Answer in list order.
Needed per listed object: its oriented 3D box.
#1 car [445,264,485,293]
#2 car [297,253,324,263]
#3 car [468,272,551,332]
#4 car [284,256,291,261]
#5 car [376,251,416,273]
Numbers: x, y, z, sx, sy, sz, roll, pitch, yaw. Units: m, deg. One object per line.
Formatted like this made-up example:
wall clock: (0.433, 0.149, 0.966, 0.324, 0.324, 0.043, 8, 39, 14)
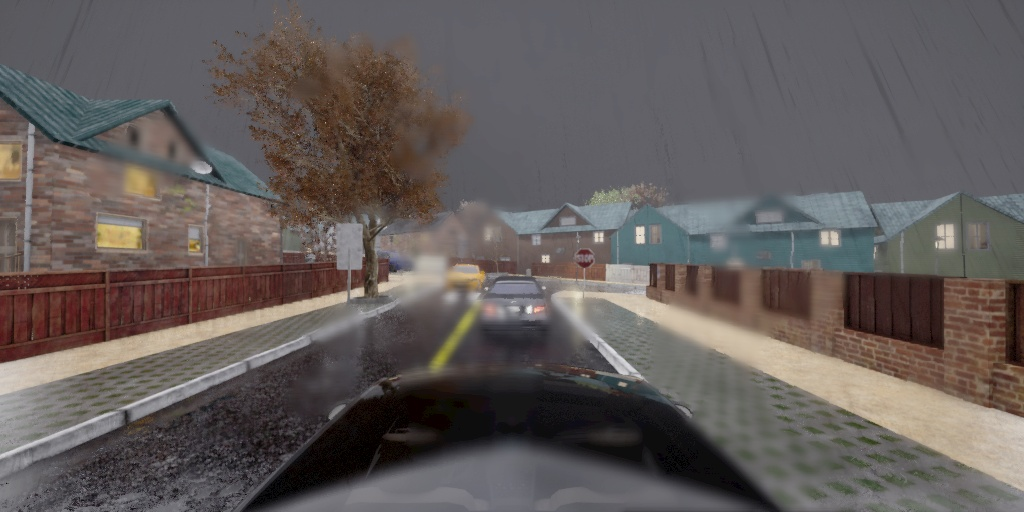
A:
car: (-2.613, 1.239, 21.071, 1.882, 1.535, 5.008, 0, 0, 0)
car: (-22.972, 0.419, 41.533, 4.892, 1.490, 1.837, 2, 0, 32)
car: (0.116, 1.302, 10.822, 2.033, 1.411, 5.357, 0, 0, 1)
car: (-32.234, 0.185, 50.806, 4.718, 1.301, 1.895, 2, 0, 32)
car: (-11.696, 0.562, 34.462, 5.566, 2.045, 2.150, 3, 0, 32)
